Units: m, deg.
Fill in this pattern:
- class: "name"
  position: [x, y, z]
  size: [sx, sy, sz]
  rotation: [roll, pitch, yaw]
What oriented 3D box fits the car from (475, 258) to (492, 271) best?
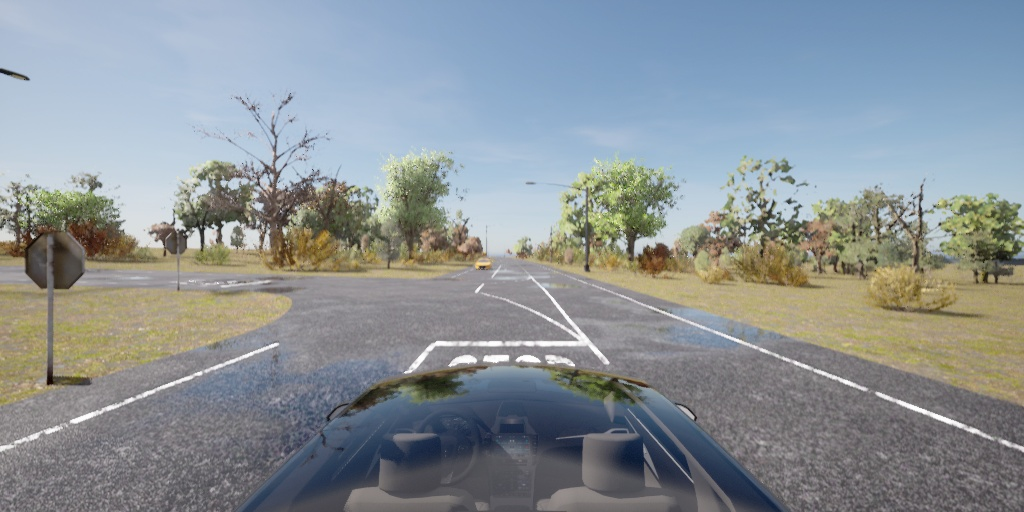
- class: "car"
  position: [-3.605, 1.074, 46.128]
  size: [1.882, 1.535, 5.008]
  rotation: [0, 0, 0]
